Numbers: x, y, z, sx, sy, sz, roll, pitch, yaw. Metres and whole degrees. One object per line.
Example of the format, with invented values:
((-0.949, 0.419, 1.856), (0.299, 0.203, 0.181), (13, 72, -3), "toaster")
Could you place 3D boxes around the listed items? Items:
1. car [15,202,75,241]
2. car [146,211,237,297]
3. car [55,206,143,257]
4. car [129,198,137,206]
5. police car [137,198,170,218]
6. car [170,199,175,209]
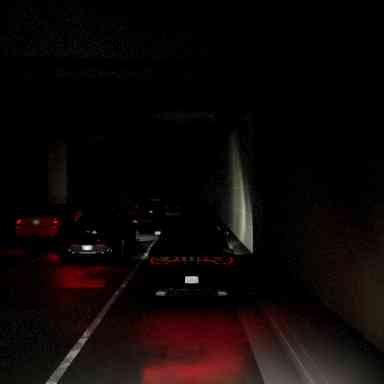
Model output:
((-6.795, 1.352, 16.655), (2.097, 1.767, 4.553), (0, 0, 0), "car")
((-0.006, 1.477, 8.650), (1.882, 1.535, 5.008), (0, 0, 0), "car")
((-3.295, 1.504, 12.885), (1.837, 1.490, 4.892), (0, 0, 0), "car")
((-6.808, 1.526, 42.947), (1.812, 1.442, 4.674), (0, 0, 0), "car")
((-3.396, 1.425, 30.062), (1.930, 1.638, 5.238), (0, 0, 0), "police car")
((-3.295, 1.601, 45.125), (1.895, 1.301, 4.718), (0, 0, 0), "car")
